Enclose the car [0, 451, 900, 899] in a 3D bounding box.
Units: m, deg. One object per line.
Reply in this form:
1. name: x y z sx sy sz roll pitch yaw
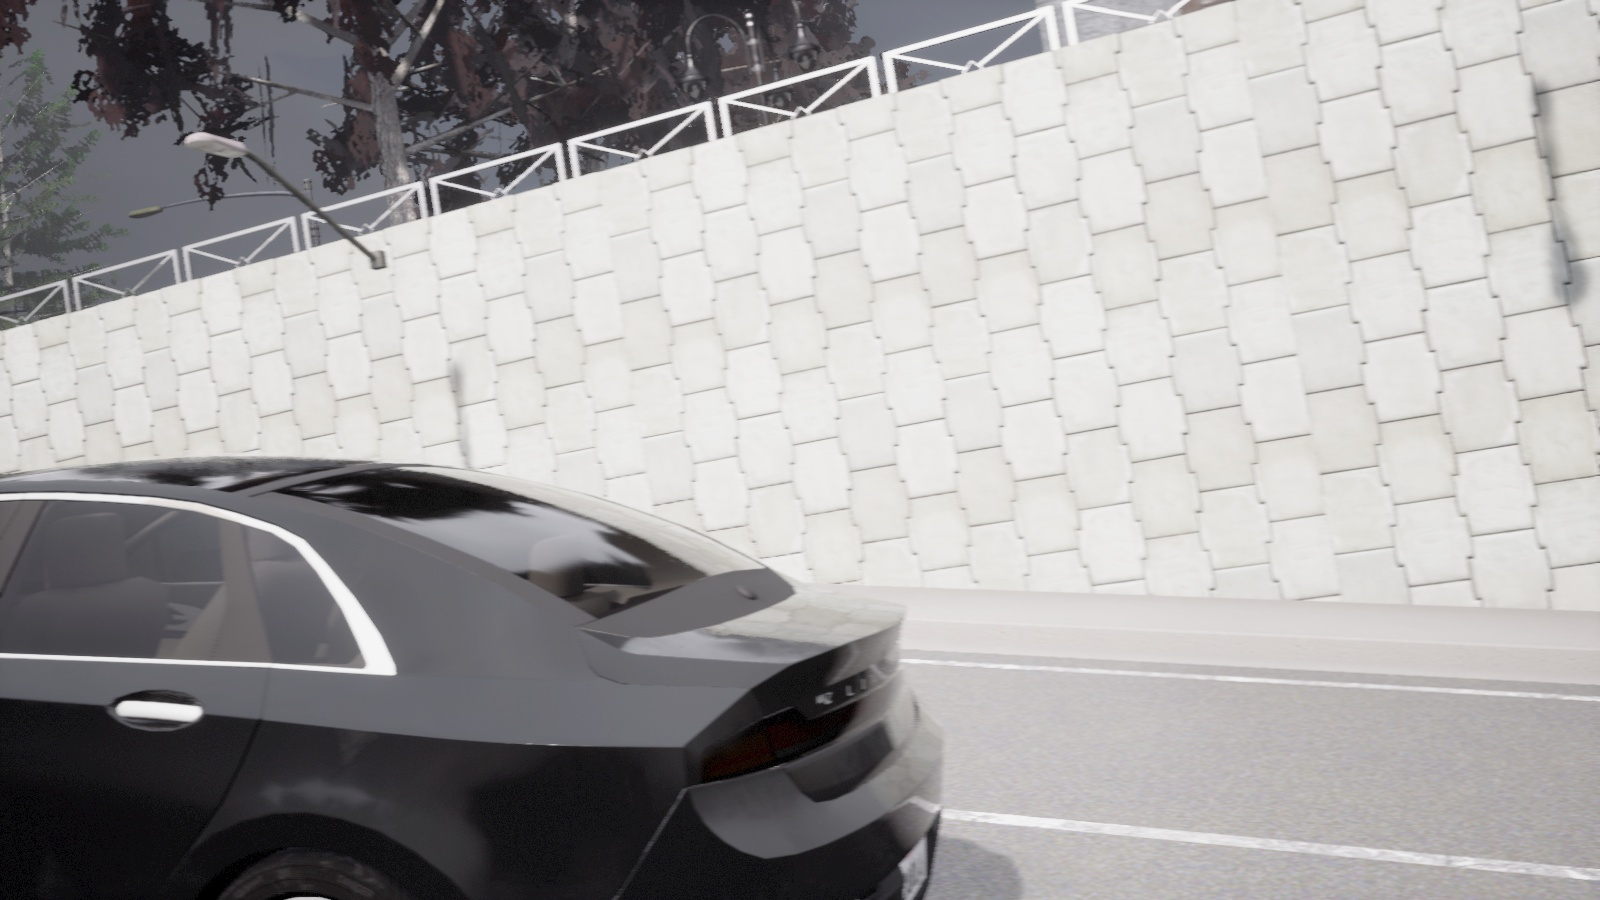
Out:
1. car: -2.295 0.777 3.965 4.892 1.490 1.837 1 1 19
